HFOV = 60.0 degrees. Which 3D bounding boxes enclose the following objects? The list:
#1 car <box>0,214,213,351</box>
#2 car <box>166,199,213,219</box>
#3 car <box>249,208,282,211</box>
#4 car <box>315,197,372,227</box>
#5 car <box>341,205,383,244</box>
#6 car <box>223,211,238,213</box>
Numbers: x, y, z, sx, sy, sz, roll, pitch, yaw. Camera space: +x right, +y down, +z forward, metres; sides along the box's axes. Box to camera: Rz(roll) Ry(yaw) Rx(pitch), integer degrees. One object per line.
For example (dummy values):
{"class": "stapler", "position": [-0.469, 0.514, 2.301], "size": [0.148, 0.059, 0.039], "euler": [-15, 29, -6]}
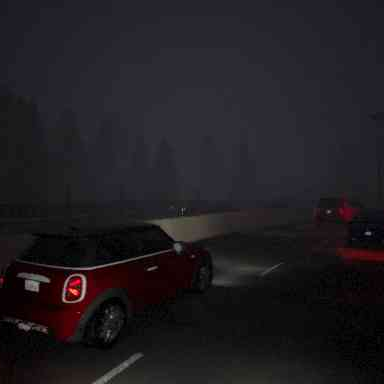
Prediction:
{"class": "car", "position": [-1.311, 1.399, 6.716], "size": [2.097, 1.767, 4.553], "euler": [0, 0, 29]}
{"class": "car", "position": [-0.147, 1.579, 32.637], "size": [2.097, 1.767, 4.553], "euler": [0, -1, 42]}
{"class": "car", "position": [6.958, 1.702, 30.103], "size": [2.128, 1.511, 4.902], "euler": [0, -1, 44]}
{"class": "car", "position": [10.650, 1.388, 23.551], "size": [2.150, 2.045, 5.566], "euler": [-1, -1, 41]}
{"class": "car", "position": [8.823, 1.590, 15.800], "size": [1.882, 1.535, 5.008], "euler": [0, -1, 37]}
{"class": "car", "position": [2.264, 1.702, 30.103], "size": [2.128, 1.511, 4.902], "euler": [0, -1, 42]}
